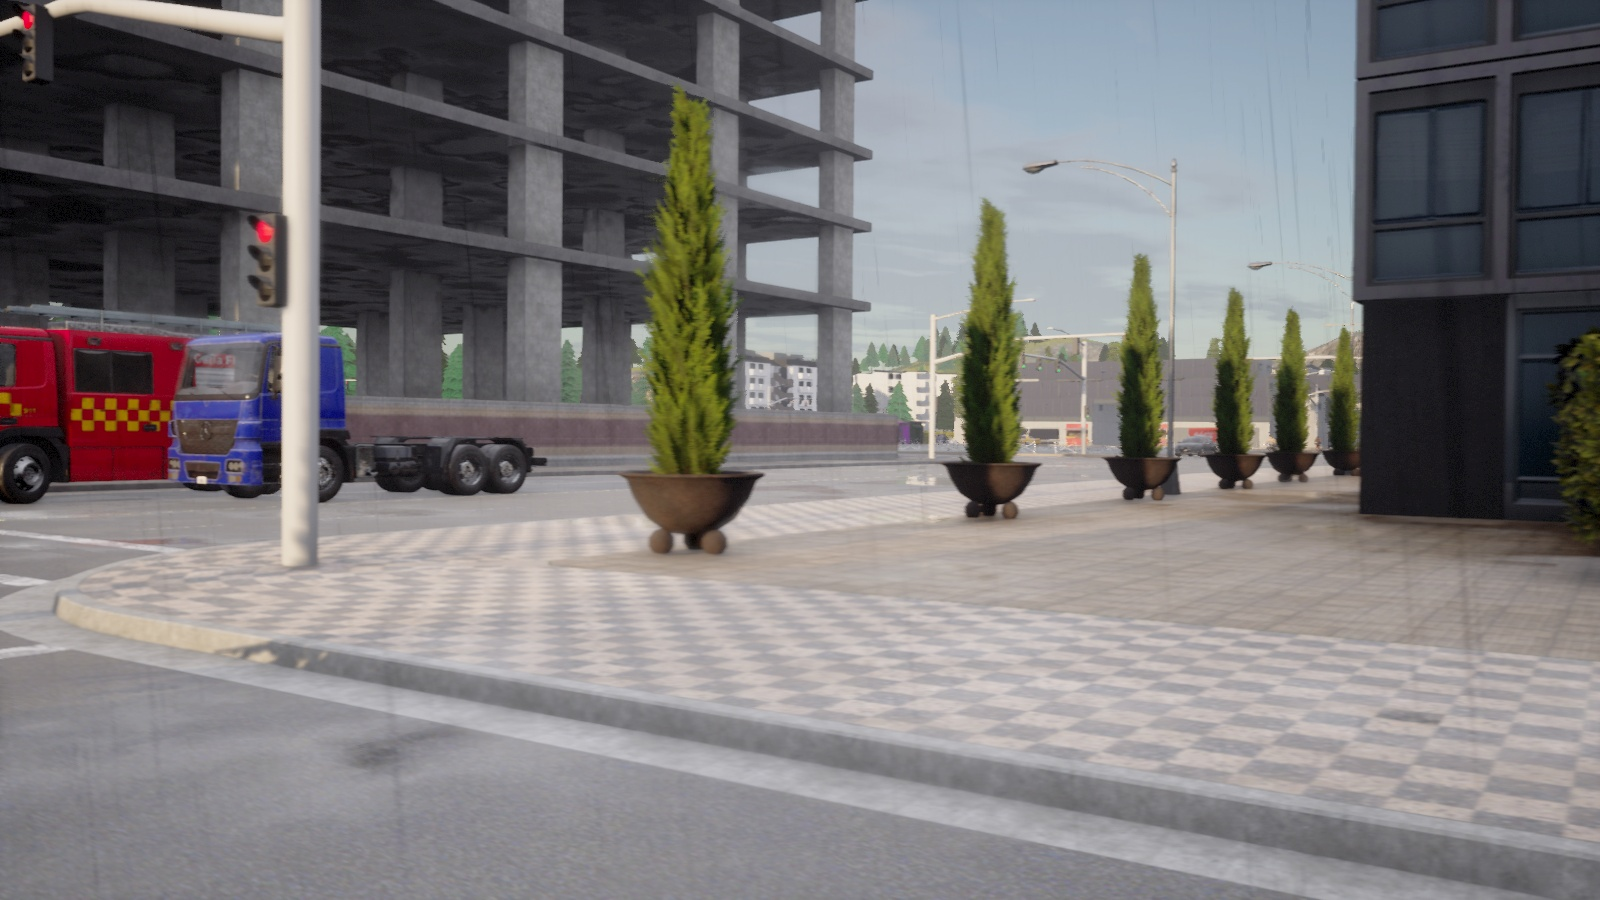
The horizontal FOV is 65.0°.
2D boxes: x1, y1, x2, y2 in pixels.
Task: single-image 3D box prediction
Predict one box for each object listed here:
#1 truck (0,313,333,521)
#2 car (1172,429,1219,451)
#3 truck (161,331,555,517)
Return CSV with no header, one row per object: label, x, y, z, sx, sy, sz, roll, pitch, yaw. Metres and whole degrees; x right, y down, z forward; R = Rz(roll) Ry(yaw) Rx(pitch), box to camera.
truck,-14.362,-0.661,26.244,2.891,3.827,8.468,0,1,34
car,28.205,-0.740,89.419,1.837,1.490,4.892,0,1,34
truck,-9.292,-0.542,27.512,2.891,3.462,7.936,0,1,34
